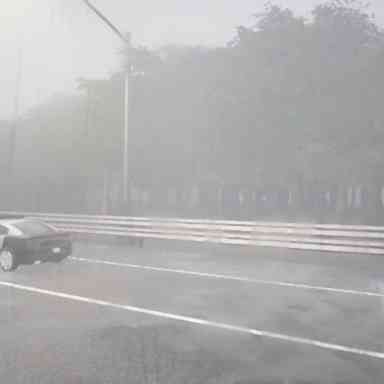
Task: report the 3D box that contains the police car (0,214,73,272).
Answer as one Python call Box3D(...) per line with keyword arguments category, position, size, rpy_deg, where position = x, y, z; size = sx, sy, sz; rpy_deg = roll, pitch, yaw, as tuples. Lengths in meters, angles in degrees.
Box3D(category="police car", position=(-6.444, 1.604, 11.488), size=(5.238, 1.638, 1.930), rpy_deg=(0, -1, 28))
